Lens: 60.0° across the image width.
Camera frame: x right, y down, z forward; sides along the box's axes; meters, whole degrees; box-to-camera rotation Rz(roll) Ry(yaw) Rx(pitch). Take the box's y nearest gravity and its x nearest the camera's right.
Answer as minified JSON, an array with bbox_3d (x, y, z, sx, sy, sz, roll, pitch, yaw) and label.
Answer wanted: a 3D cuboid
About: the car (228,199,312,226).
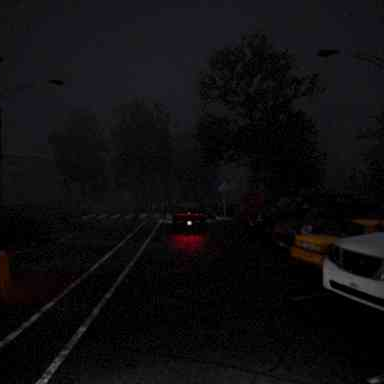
[{"bbox_3d":[5.001,1.230,21.371,4.892,1.521,2.231,0,1,-22],"label":"car"}]

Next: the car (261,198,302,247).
[{"bbox_3d":[5.247,1.252,12.465,4.553,1.767,2.185,0,1,-21],"label":"car"}]

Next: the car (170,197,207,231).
[{"bbox_3d":[-0.190,1.280,19.121,1.837,1.490,4.892,0,1,-1],"label":"car"}]

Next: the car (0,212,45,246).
[{"bbox_3d":[-7.155,1.445,11.837,2.033,1.411,5.357,0,1,-1],"label":"car"}]

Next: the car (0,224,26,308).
[{"bbox_3d":[-4.281,1.461,4.117,1.882,1.535,5.008,0,0,0],"label":"car"}]

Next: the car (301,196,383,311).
[{"bbox_3d":[5.276,1.201,6.492,5.566,2.045,2.435,1,1,-21],"label":"car"}]

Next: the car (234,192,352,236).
[{"bbox_3d":[5.135,1.077,15.407,5.566,2.045,2.435,0,1,-21],"label":"car"}]

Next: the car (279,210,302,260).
[{"bbox_3d":[5.435,1.418,9.561,5.366,1.575,1.946,0,0,-21],"label":"car"}]
